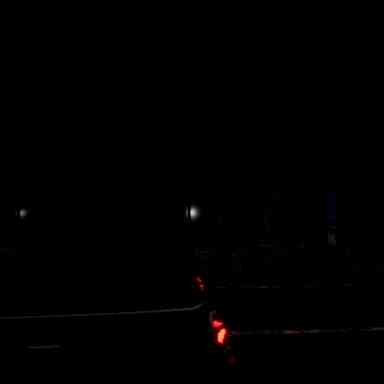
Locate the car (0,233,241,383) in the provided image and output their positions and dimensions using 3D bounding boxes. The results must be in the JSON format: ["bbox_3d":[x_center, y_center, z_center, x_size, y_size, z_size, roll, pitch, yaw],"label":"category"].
[{"bbox_3d":[-1.837,1.352,3.717,4.553,1.767,2.097,0,0,-4],"label":"car"}]
